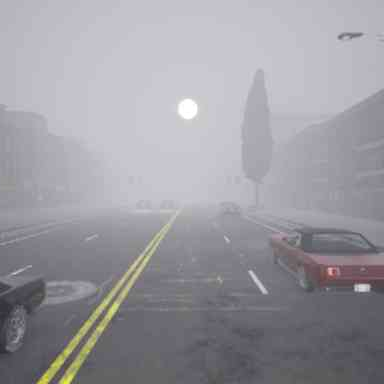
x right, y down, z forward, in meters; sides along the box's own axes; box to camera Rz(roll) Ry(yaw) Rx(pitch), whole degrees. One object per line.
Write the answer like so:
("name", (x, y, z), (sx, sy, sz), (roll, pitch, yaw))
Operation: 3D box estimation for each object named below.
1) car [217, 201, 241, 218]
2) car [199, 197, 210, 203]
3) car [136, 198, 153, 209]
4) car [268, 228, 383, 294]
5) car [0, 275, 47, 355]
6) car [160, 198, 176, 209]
("car", (3.359, 1.565, 30.746), (2.033, 1.411, 5.357), (0, 0, 0))
("car", (3.279, 1.997, 80.837), (1.812, 1.442, 4.674), (0, -1, 0))
("car", (-6.564, 1.601, 46.328), (2.128, 1.511, 4.902), (0, -1, 0))
("car", (3.351, 1.585, 8.730), (1.895, 1.301, 4.718), (0, 0, 0))
("car", (-3.347, 1.594, 3.294), (1.895, 1.301, 4.718), (0, 0, 0))
("car", (-3.313, 1.601, 46.331), (2.128, 1.511, 4.902), (0, 0, 0))
